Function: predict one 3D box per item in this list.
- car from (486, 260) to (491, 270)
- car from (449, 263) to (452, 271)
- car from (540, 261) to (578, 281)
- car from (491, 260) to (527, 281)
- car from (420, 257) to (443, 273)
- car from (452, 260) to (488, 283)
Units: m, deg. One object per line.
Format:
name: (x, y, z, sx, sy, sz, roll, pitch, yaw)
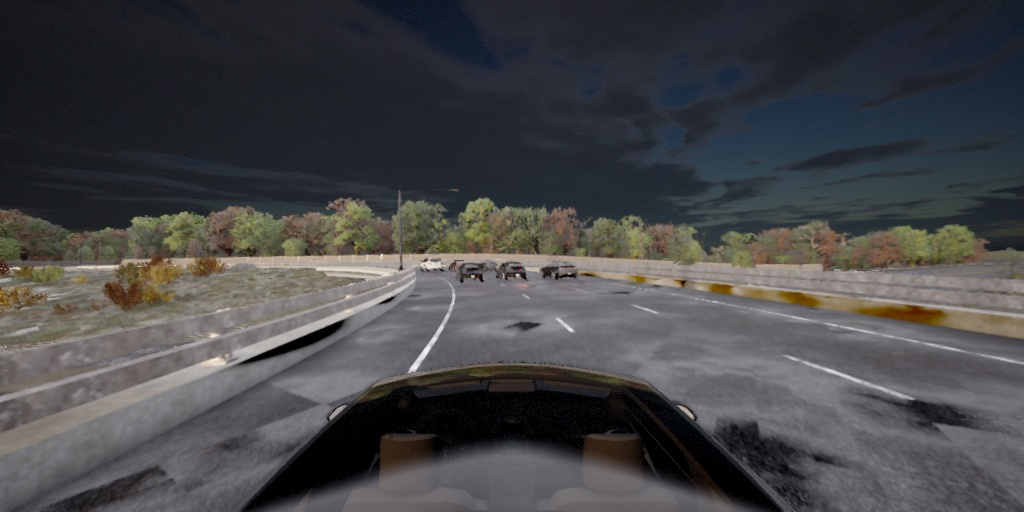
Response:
car: (-3.449, 1.302, 49.637, 2.128, 1.511, 4.902, -1, 0, -24)
car: (-7.435, 1.406, 49.877, 1.812, 1.442, 4.674, -1, 0, -26)
car: (3.726, 1.171, 29.196, 2.128, 1.511, 4.902, -1, 0, -14)
car: (-0.163, 1.256, 30.287, 1.837, 1.490, 4.892, -1, 0, -15)
car: (-11.097, 1.171, 49.402, 2.150, 2.045, 5.566, -1, 0, -26)
car: (-3.545, 1.317, 29.384, 1.837, 1.490, 4.892, -1, 0, -15)
